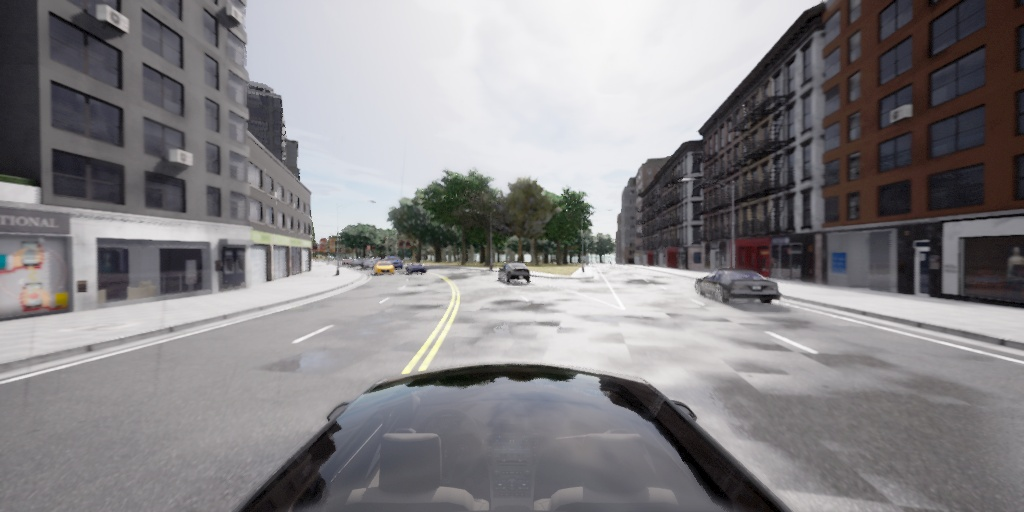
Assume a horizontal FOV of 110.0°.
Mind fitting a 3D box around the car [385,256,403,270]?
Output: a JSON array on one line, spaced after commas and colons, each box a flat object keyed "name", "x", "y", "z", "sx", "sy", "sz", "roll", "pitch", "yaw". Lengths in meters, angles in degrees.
[{"name": "car", "x": -18.586, "y": 1.064, "z": 55.881, "sx": 2.150, "sy": 2.045, "sz": 5.566, "roll": -1, "pitch": 0, "yaw": -30}]

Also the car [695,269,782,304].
[{"name": "car", "x": 9.836, "y": 1.269, "z": 16.067, "sx": 2.033, "sy": 1.411, "sz": 5.357, "roll": 0, "pitch": 0, "yaw": 12}]

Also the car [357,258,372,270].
[{"name": "car", "x": -22.084, "y": 1.376, "z": 55.435, "sx": 2.128, "sy": 1.511, "sz": 4.902, "roll": -1, "pitch": 0, "yaw": -30}]

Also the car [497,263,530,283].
[{"name": "car", "x": 0.091, "y": 1.296, "z": 28.904, "sx": 1.837, "sy": 1.490, "sz": 4.892, "roll": 1, "pitch": 0, "yaw": -14}]

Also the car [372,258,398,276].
[{"name": "car", "x": -14.385, "y": 1.345, "z": 40.373, "sx": 1.882, "sy": 1.535, "sz": 5.008, "roll": -1, "pitch": 0, "yaw": -23}]

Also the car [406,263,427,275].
[{"name": "car", "x": -10.738, "y": 1.406, "z": 40.188, "sx": 1.895, "sy": 1.301, "sz": 4.718, "roll": -1, "pitch": 0, "yaw": -22}]
